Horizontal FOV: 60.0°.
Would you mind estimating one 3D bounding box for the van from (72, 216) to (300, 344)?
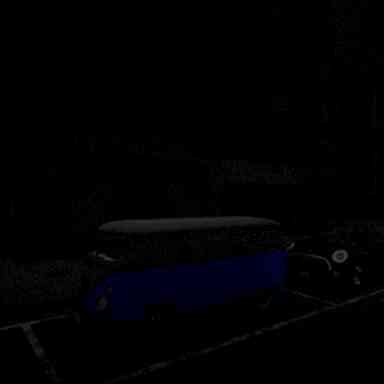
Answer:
[{"bbox_3d":[-0.004,1.373,6.187,3.998,1.788,1.690,1,0,-36],"label":"van"}]

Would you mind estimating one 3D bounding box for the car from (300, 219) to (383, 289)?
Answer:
[{"bbox_3d":[4.401,1.522,9.330,4.097,1.590,1.967,1,0,-36],"label":"car"}]
